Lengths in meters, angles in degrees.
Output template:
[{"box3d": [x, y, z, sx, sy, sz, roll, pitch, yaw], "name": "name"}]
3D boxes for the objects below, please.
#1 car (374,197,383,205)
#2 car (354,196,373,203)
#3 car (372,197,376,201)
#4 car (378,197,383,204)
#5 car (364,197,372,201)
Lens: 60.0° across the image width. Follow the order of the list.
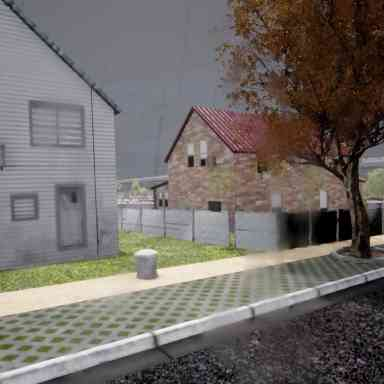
[{"box3d": [28.503, 1.842, 47.634, 1.812, 1.442, 4.674, -2, 0, 0], "name": "car"}, {"box3d": [38.578, 1.680, 74.973, 1.895, 1.301, 4.718, -2, 0, 0], "name": "car"}, {"box3d": [35.242, 1.746, 64.825, 1.812, 1.442, 4.674, -2, 0, 0], "name": "car"}, {"box3d": [38.491, 1.630, 64.930, 1.812, 1.442, 4.674, -2, 0, 0], "name": "car"}, {"box3d": [31.984, 1.679, 64.364, 2.097, 1.767, 4.553, -2, 0, 0], "name": "car"}]
